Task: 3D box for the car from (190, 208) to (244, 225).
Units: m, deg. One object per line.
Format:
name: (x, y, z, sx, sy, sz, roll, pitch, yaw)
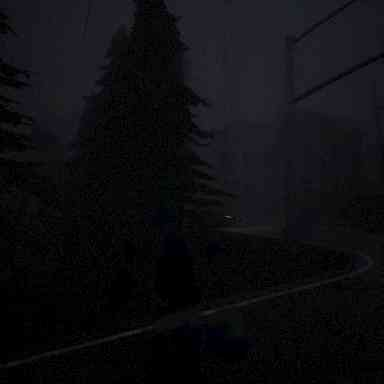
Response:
car: (1.610, 1.556, 23.826, 1.837, 1.490, 4.892, 0, 0, -35)
